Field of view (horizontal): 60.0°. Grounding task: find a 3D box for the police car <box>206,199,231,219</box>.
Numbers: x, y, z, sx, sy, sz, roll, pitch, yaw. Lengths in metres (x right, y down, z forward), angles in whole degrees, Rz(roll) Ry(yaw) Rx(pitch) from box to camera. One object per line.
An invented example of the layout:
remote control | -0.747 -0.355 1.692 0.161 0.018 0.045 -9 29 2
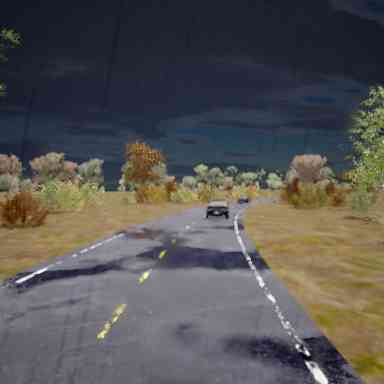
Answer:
police car | 2.375 1.449 29.257 1.930 1.638 5.238 0 0 9

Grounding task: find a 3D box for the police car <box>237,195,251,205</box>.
police car | 9.256 1.414 58.718 1.930 1.638 5.238 0 -1 17
